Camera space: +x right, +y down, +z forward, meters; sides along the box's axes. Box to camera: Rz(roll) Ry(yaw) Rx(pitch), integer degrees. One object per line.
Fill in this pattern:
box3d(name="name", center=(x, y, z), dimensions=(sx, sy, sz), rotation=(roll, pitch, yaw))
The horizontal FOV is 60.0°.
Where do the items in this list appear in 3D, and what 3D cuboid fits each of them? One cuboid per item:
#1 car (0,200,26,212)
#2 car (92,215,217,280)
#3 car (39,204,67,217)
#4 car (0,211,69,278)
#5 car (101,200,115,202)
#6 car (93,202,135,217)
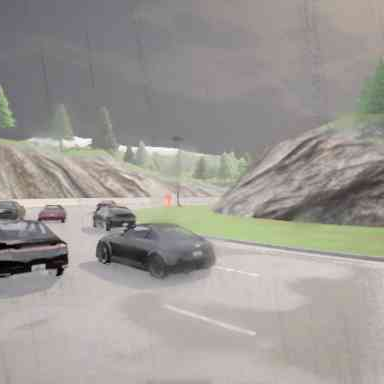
box3d(name="car", center=(-14.841, 1.466, 26.849), dimensions=(2.097, 1.767, 4.553), rotation=(1, 0, -18))
box3d(name="car", center=(-1.250, 1.632, 10.371), dimensions=(1.994, 1.385, 4.181), rotation=(1, 0, -45))
box3d(name="car", center=(-11.375, 1.699, 27.319), dimensions=(1.994, 1.385, 4.181), rotation=(0, 0, -19))
box3d(name="car", center=(-5.172, 1.534, 9.469), dimensions=(2.128, 1.511, 4.902), rotation=(0, 0, -42))
box3d(name="car", center=(-10.111, 1.707, 40.190), dimensions=(1.882, 1.535, 5.008), rotation=(0, 0, -2))
box3d(name="car", center=(-5.056, 1.630, 21.329), dimensions=(1.837, 1.490, 4.892), rotation=(0, 0, -30))
